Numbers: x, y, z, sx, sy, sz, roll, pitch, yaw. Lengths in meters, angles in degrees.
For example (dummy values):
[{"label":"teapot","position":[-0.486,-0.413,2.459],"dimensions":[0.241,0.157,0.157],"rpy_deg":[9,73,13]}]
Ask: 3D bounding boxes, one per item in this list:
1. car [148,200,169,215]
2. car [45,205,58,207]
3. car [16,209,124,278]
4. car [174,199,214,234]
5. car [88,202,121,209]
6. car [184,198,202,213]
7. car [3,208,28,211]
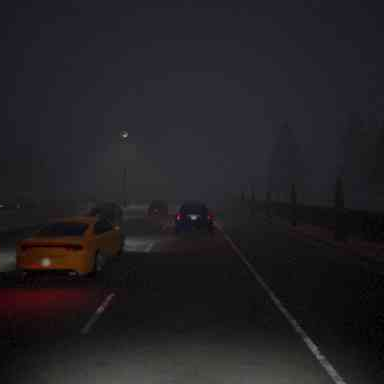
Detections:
[{"label":"car","position":[-3.401,1.572,34.051],"dimensions":[1.812,1.442,4.674],"rpy_deg":[0,0,0]},{"label":"car","position":[-14.085,1.571,33.475],"dimensions":[1.812,1.442,4.674],"rpy_deg":[0,0,0]},{"label":"car","position":[-3.397,1.492,10.231],"dimensions":[1.882,1.535,5.008],"rpy_deg":[0,0,0]},{"label":"car","position":[0.107,1.379,19.497],"dimensions":[2.097,1.767,4.553],"rpy_deg":[0,0,0]},{"label":"car","position":[-6.890,1.563,26.991],"dimensions":[1.812,1.442,4.674],"rpy_deg":[0,0,0]},{"label":"car","position":[0.106,1.530,38.106],"dimensions":[1.882,1.535,5.008],"rpy_deg":[0,0,0]},{"label":"car","position":[-17.584,1.398,34.124],"dimensions":[2.097,1.767,4.553],"rpy_deg":[0,0,0]}]
